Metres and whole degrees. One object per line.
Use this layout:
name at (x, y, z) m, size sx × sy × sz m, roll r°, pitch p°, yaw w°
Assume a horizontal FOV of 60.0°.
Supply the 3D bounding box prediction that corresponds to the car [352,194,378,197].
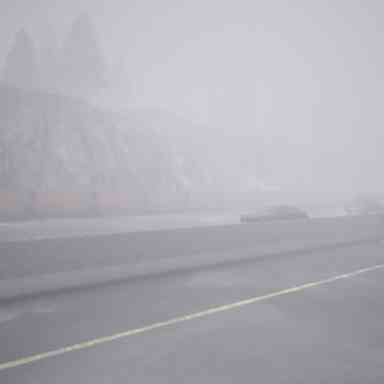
car at (20.511, 1.263, 40.105) m, size 5.566 × 2.045 × 2.150 m, roll 1°, pitch 0°, yaw -35°

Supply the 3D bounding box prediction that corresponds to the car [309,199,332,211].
car at (14.703, 1.581, 40.269) m, size 5.357 × 1.411 × 2.033 m, roll 0°, pitch 0°, yaw -35°

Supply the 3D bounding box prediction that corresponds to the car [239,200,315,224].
car at (5.125, 1.493, 20.546) m, size 5.008 × 1.535 × 1.882 m, roll 0°, pitch 0°, yaw -35°

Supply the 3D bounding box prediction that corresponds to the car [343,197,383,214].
car at (17.619, 1.526, 33.748) m, size 4.902 × 1.511 × 2.128 m, roll 0°, pitch 0°, yaw -35°
